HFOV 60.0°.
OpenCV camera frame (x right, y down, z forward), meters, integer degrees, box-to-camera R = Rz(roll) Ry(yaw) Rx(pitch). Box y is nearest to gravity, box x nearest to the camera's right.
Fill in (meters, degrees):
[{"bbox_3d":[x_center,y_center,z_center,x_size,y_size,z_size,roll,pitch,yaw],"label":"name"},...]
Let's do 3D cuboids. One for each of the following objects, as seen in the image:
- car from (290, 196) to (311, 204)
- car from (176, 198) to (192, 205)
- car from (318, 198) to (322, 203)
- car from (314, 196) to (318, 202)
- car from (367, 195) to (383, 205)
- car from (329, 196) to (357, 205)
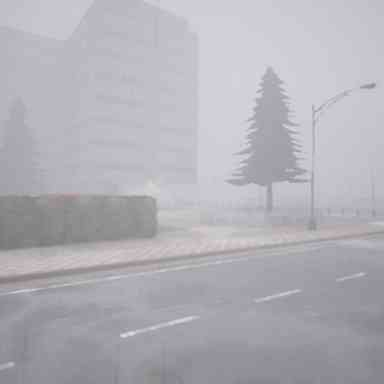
[{"bbox_3d":[27.671,2.068,85.609,1.970,1.475,3.806,1,0,-36],"label":"car"},{"bbox_3d":[-1.748,1.863,64.796,1.812,1.442,4.674,1,-1,-36],"label":"car"},{"bbox_3d":[32.187,1.877,88.887,1.932,1.855,4.605,1,0,-36],"label":"car"},{"bbox_3d":[30.029,2.063,87.288,1.784,1.438,3.905,1,0,-36],"label":"car"},{"bbox_3d":[45.446,1.929,79.840,1.932,1.855,4.605,1,0,-36],"label":"car"},{"bbox_3d":[31.735,2.014,69.962,1.970,1.475,3.806,1,0,-36],"label":"car"}]
